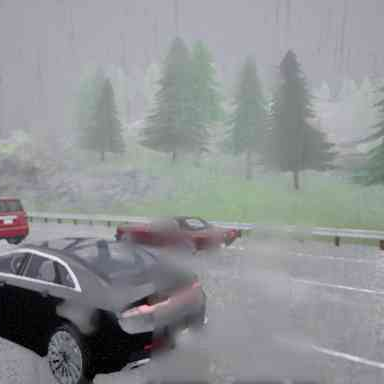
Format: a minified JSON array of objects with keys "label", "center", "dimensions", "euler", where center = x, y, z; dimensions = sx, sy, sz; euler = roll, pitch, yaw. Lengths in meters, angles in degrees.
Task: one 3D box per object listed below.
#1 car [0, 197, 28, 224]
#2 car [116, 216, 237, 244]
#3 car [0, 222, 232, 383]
[{"label":"car","center":[-9.240,1.220,14.021],"dimensions":[5.566,2.045,2.150],"euler":[0,0,32]},{"label":"car","center":[-0.766,1.586,12.832],"dimensions":[4.718,1.301,1.895],"euler":[0,0,33]},{"label":"car","center":[-2.090,1.488,5.286],"dimensions":[4.902,1.511,2.128],"euler":[0,0,34]}]
